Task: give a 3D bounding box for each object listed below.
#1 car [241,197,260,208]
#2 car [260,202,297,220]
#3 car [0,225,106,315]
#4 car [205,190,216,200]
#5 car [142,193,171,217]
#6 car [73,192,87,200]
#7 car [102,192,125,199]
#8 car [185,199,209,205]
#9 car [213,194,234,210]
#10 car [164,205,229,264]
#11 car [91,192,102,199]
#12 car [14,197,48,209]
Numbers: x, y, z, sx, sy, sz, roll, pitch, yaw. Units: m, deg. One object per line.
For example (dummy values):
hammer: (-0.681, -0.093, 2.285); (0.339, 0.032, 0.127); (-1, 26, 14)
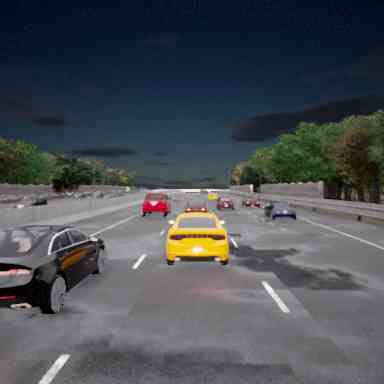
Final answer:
car: (7.414, 1.325, 42.468); (1.895, 1.301, 4.718); (0, 1, 1)
car: (7.134, 1.460, 27.248); (1.994, 1.385, 4.181); (0, 1, 2)
car: (-3.356, 1.489, 7.532); (2.128, 1.511, 4.902); (0, 0, 0)
car: (4.057, 0.875, 65.190); (1.882, 1.535, 5.008); (0, 1, 1)
car: (-3.162, 1.089, 30.347); (2.150, 2.045, 5.566); (0, 1, 1)
car: (-23.890, 0.816, 71.041); (2.128, 1.511, 4.902); (0, 1, 1)
car: (-13.559, 1.120, 57.447); (1.895, 1.301, 4.718); (0, 1, 1)
car: (0.335, 1.472, 29.922); (1.895, 1.301, 4.718); (0, 1, 1)
car: (3.818, 1.295, 38.982); (1.812, 1.442, 4.674); (0, 1, 1)
car: (0.174, 1.464, 11.836); (1.882, 1.535, 5.008); (0, 0, 0)
car: (-20.380, 0.740, 72.199); (1.812, 1.442, 4.674); (0, 1, 1)
car: (-17.300, 1.298, 35.971); (2.128, 1.511, 4.902); (0, 1, 1)
